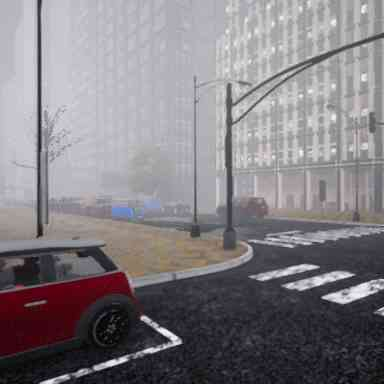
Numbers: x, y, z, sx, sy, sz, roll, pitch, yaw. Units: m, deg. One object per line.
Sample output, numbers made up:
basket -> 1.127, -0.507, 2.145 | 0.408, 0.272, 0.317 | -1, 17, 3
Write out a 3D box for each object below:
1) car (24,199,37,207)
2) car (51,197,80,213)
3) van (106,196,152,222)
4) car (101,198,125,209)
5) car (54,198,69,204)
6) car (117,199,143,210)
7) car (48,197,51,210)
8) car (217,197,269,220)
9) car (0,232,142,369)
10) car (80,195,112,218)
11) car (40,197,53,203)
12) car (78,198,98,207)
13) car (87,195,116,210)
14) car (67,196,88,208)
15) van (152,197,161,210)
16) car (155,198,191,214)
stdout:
car -> -28.895, 1.939, 59.535 | 1.802, 1.307, 4.206 | -1, 0, -36
car -> -15.387, 1.526, 41.181 | 2.192, 1.841, 5.009 | -1, 0, -36
van -> -5.253, 1.439, 27.416 | 1.690, 1.788, 3.998 | -1, 0, -36
car -> -12.111, 1.742, 50.871 | 1.752, 1.417, 4.829 | -1, 0, -36
car -> -28.900, 1.962, 73.676 | 1.947, 1.339, 4.313 | -1, 0, -36
car -> -8.632, 1.745, 46.145 | 1.947, 1.339, 4.313 | -1, 0, -36
car -> -18.763, 1.688, 45.770 | 1.967, 1.590, 4.097 | -1, 0, -36
car -> 4.293, 1.349, 28.584 | 2.192, 1.841, 5.009 | -1, 0, -36
car -> -2.861, 1.439, 4.518 | 4.097, 1.590, 1.967 | 0, 0, -35
car -> -8.631, 1.451, 32.004 | 2.192, 1.841, 5.009 | -1, 0, -36
car -> -37.654, 1.965, 86.096 | 1.882, 1.535, 5.008 | 0, 0, -36
car -> -18.765, 1.839, 59.910 | 2.008, 1.369, 4.403 | -1, 0, -36
car -> -13.068, 1.435, 47.710 | 2.150, 2.045, 5.566 | 0, 0, -36
car -> -19.369, 1.634, 56.199 | 2.097, 1.767, 4.553 | 0, 0, -36
van -> -5.256, 1.482, 41.556 | 1.690, 1.788, 3.998 | -1, 0, -36
car -> -1.876, 1.654, 36.968 | 2.008, 1.369, 4.403 | -1, 0, -36
